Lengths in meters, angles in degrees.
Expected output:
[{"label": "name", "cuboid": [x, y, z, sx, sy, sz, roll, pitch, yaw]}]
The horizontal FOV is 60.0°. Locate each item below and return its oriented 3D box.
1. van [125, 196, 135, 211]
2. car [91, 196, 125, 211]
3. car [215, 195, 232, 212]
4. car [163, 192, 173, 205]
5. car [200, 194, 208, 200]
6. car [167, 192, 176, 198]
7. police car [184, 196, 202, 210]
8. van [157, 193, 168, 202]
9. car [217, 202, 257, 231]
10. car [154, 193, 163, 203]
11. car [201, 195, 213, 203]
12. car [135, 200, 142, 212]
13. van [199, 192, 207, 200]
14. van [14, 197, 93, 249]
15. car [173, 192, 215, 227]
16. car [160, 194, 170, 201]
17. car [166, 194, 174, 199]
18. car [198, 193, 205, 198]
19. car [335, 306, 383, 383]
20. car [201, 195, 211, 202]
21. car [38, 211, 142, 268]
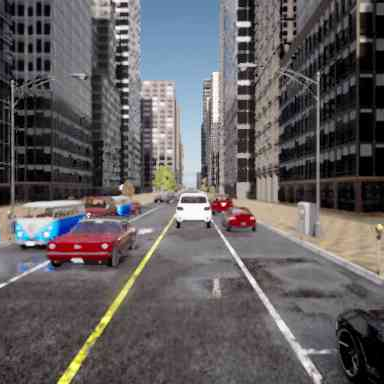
[{"label": "van", "cuboid": [-5.693, 1.225, 25.141, 1.690, 1.788, 3.998, 0, 0, 0]}, {"label": "car", "cuboid": [-5.692, 1.227, 19.473, 2.192, 1.841, 5.009, 0, 0, 0]}, {"label": "car", "cuboid": [2.688, 1.171, 30.809, 2.192, 1.841, 5.009, 0, 0, 0]}, {"label": "car", "cuboid": [-3.078, 1.250, 52.484, 1.837, 1.490, 4.892, 0, 0, 0]}, {"label": "car", "cuboid": [2.686, 1.200, 76.158, 1.802, 1.307, 4.206, 0, 0, 0]}, {"label": "car", "cuboid": [-5.695, 0.829, 93.160, 2.192, 1.841, 5.009, 0, 0, 0]}, {"label": "police car", "cuboid": [0.098, 1.308, 41.106, 2.038, 1.542, 4.974, 0, 0, 0]}, {"label": "van", "cuboid": [-5.694, 1.023, 64.818, 1.690, 1.788, 3.998, 0, 0, 0]}, {"label": "car", "cuboid": [2.689, 1.494, 19.474, 1.802, 1.307, 4.206, 0, 0, 0]}, {"label": "car", "cuboid": [-5.694, 1.277, 59.151, 1.947, 1.339, 4.313, 0, 0, 0]}, {"label": "car", "cuboid": [2.686, 1.256, 59.151, 1.887, 1.381, 4.507, 0, 0, 0]}, {"label": "car", "cuboid": [-5.693, 1.401, 30.810, 1.887, 1.381, 4.507, 0, 0, 0]}, {"label": "van", "cuboid": [2.686, 0.924, 81.825, 1.690, 1.788, 3.998, 0, 0, 0]}, {"label": "van", "cuboid": [-5.692, 1.279, 13.805, 1.690, 1.788, 3.998, 0, 0, 0]}, {"label": "car", "cuboid": [0.099, 1.121, 21.927, 2.150, 2.045, 5.566, 0, 0, 0]}, {"label": "car", "cuboid": [-5.694, 1.217, 70.489, 1.947, 1.339, 4.313, 0, 0, 0]}, {"label": "car", "cuboid": [-5.694, 1.115, 87.494, 1.947, 1.339, 4.313, 0, 0, 0]}, {"label": "car", "cuboid": [2.686, 1.059, 93.162, 1.887, 1.381, 4.507, 0, 0, 0]}, {"label": "car", "cuboid": [2.689, 1.555, 2.469, 1.947, 1.339, 4.313, 0, 0, 0]}, {"label": "car", "cuboid": [2.686, 1.264, 64.819, 1.802, 1.307, 4.206, 0, 0, 0]}, {"label": "car", "cuboid": [-3.103, 1.551, 11.239, 1.895, 1.301, 4.718, 0, 0, 0]}]
